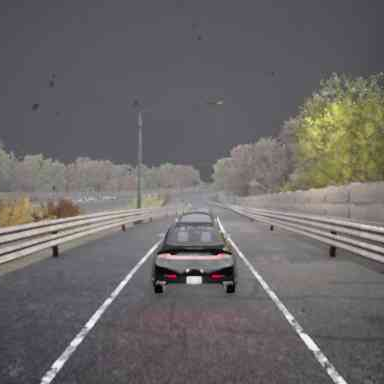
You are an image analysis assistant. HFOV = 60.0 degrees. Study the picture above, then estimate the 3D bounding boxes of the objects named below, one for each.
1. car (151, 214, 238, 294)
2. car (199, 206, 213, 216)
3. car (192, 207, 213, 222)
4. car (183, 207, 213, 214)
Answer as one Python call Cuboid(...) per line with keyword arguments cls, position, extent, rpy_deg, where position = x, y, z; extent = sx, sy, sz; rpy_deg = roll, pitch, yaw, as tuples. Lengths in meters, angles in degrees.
Cuboid(cls="car", position=(0.073, 1.539, 8.880), extent=(2.128, 1.511, 4.902), rpy_deg=(0, -1, 1))
Cuboid(cls="car", position=(2.072, 2.723, 47.352), extent=(1.895, 1.301, 4.718), rpy_deg=(0, -2, 4))
Cuboid(cls="car", position=(1.149, 2.291, 34.604), extent=(2.033, 1.411, 5.357), rpy_deg=(0, -2, 3))
Cuboid(cls="car", position=(0.200, 1.657, 15.454), extent=(1.882, 1.535, 5.008), rpy_deg=(0, -1, 1))
